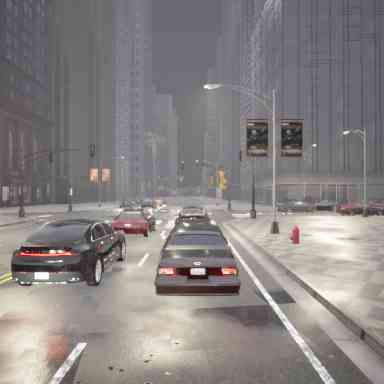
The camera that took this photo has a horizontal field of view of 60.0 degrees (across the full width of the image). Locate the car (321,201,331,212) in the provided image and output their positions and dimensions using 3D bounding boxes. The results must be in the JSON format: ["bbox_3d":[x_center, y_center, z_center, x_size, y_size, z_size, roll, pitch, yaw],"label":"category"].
[{"bbox_3d":[15.212,1.660,38.789,4.313,1.339,1.947,0,0,-1],"label":"car"}]

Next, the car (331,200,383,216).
[{"bbox_3d":[15.336,1.576,30.266,4.206,1.307,1.802,0,0,-1],"label":"car"}]

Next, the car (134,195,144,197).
[{"bbox_3d":[-9.775,1.518,60.794,2.150,2.045,5.566,0,0,0],"label":"car"}]

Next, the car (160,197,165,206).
[{"bbox_3d":[-6.528,1.644,60.168,2.097,1.767,4.553,0,0,0],"label":"car"}]

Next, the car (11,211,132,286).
[{"bbox_3d":[-3.144,1.515,9.392,1.837,1.490,4.892,0,0,0],"label":"car"}]

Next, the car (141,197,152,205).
[{"bbox_3d":[-9.701,1.901,71.141,1.812,1.442,4.674,0,0,0],"label":"car"}]

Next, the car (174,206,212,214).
[{"bbox_3d":[0.059,1.542,18.545,1.837,1.490,4.892,0,0,1],"label":"car"}]

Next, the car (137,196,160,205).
[{"bbox_3d":[-6.559,1.775,50.886,2.033,1.411,5.357,0,0,0],"label":"car"}]

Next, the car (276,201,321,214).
[{"bbox_3d":[11.262,1.641,36.037,4.181,1.385,1.994,0,-1,1],"label":"car"}]

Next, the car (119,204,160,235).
[{"bbox_3d":[-3.138,1.600,18.293,1.994,1.385,4.181,0,0,0],"label":"car"}]

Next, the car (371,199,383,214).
[{"bbox_3d":[22.445,1.516,36.143,5.008,1.535,1.882,0,-1,-1],"label":"car"}]

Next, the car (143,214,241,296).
[{"bbox_3d":[0.112,1.557,8.806,2.033,1.411,5.357,0,0,0],"label":"car"}]

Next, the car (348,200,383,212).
[{"bbox_3d":[20.852,1.641,38.873,4.313,1.339,1.947,0,0,-1],"label":"car"}]

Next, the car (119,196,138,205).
[{"bbox_3d":[-9.840,1.731,50.775,1.837,1.490,4.892,0,0,-2],"label":"car"}]
